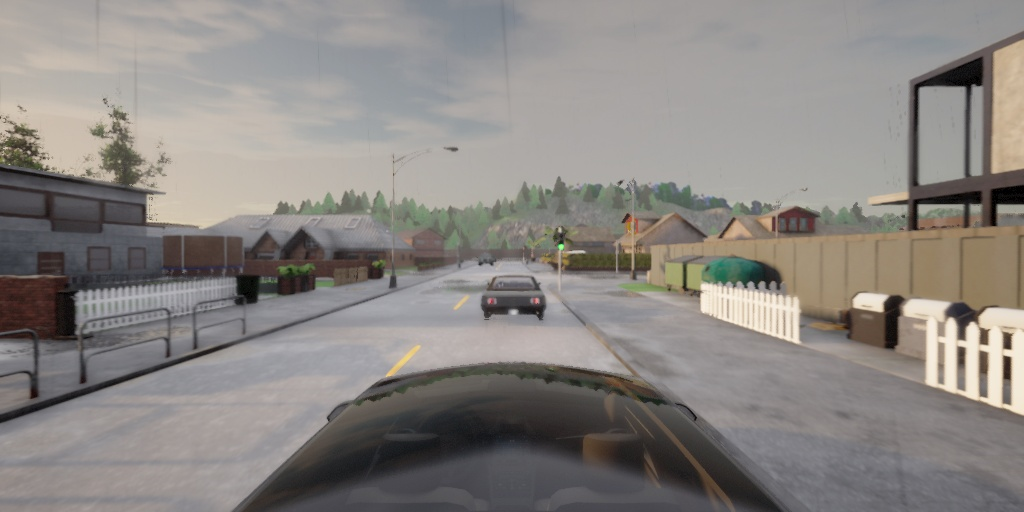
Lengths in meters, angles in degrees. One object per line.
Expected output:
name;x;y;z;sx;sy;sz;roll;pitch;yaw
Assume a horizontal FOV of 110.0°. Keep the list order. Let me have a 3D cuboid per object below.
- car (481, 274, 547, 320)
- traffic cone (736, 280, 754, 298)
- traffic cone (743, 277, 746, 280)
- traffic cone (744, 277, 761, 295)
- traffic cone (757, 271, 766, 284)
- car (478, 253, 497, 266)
car;0.064;1.270;12.229;1.895;1.301;4.718;0;0;0
traffic cone;10.396;1.472;15.985;0.344;0.586;0.344;0;0;0
traffic cone;11.757;1.438;17.594;0.344;0.586;0.344;0;0;0
traffic cone;11.396;1.439;17.025;0.344;0.586;0.344;0;0;0
traffic cone;15.805;1.408;22.476;0.344;0.586;0.344;0;0;0
car;-4.033;0.552;56.144;2.150;2.045;5.566;0;0;1
